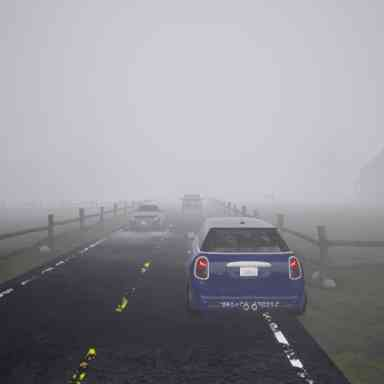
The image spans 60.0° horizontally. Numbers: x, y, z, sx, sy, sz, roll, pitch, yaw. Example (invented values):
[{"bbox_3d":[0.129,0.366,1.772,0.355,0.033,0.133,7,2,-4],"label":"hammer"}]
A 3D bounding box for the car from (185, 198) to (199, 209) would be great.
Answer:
[{"bbox_3d":[-0.040,1.537,46.361,1.812,1.442,4.674,0,0,0],"label":"car"}]

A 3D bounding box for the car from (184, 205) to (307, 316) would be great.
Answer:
[{"bbox_3d":[0.947,1.349,7.682,2.097,1.767,4.553,0,0,0],"label":"car"}]

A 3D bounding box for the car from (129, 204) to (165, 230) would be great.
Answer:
[{"bbox_3d":[-2.792,1.524,21.416,1.812,1.442,4.674,0,0,0],"label":"car"}]

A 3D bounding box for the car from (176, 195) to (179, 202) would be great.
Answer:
[{"bbox_3d":[-2.907,1.541,81.536,2.128,1.511,4.902,0,0,0],"label":"car"}]

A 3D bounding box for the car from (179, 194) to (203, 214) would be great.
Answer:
[{"bbox_3d":[0.002,1.226,35.716,2.150,2.045,5.566,0,0,0],"label":"car"}]
